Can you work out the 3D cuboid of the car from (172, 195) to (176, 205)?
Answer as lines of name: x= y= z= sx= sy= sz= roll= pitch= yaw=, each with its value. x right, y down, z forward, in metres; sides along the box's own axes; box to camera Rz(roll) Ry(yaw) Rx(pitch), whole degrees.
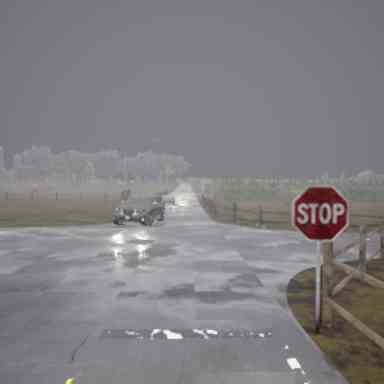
car: x=-3.371 y=1.127 z=48.121 sx=1.812 sy=1.442 sz=4.674 roll=0 pitch=1 yaw=-1

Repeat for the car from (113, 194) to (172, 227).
car: x=-3.352 y=1.166 z=22.721 sx=2.150 sy=2.045 sz=5.566 roll=2 pitch=1 yaw=11
